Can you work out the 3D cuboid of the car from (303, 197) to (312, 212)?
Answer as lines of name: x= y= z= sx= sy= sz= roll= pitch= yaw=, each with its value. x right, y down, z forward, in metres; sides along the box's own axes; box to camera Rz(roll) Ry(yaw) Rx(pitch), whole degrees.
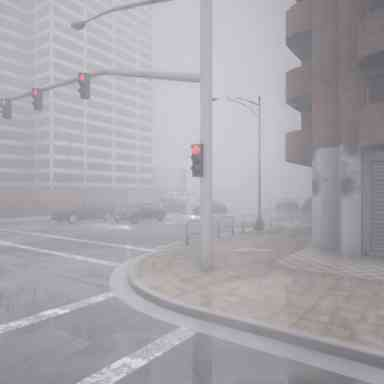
car: x=14.500 y=1.349 z=38.698 sx=2.097 sy=1.767 sz=4.553 roll=0 pitch=0 yaw=35

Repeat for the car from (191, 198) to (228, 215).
car: x=1.855 y=1.560 z=33.247 sx=1.994 sy=1.385 sz=4.181 roll=0 pitch=0 yaw=36

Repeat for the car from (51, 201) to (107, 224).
car: x=-8.141 y=1.472 z=25.206 sx=1.882 sy=1.535 sz=5.008 roll=0 pitch=0 yaw=35

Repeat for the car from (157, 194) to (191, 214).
car: x=-2.566 y=1.347 z=33.074 sx=2.097 sy=1.767 sz=4.553 roll=0 pitch=0 yaw=35

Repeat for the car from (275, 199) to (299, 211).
car: x=11.620 y=1.522 z=40.716 sx=1.812 sy=1.442 sz=4.674 roll=0 pitch=0 yaw=35

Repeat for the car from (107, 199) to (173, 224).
car: x=-3.840 y=1.521 z=25.193 sx=1.812 sy=1.442 sz=4.674 roll=0 pitch=0 yaw=35
